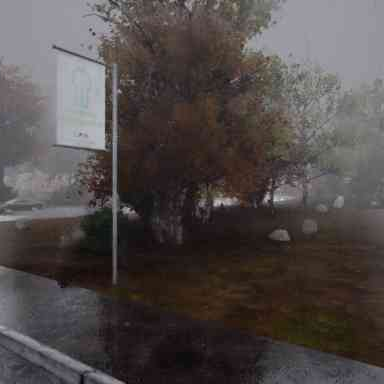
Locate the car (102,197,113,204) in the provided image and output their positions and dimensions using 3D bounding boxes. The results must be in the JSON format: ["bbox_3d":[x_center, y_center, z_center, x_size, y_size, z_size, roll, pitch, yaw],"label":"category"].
[{"bbox_3d":[-11.540,1.450,51.351,1.837,1.490,4.892,0,2,37],"label":"car"}]

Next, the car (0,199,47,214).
[{"bbox_3d":[-18.951,1.501,36.271,1.837,1.490,4.892,0,0,39],"label":"car"}]

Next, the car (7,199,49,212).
[{"bbox_3d":[-19.954,1.558,40.621,1.994,1.385,4.181,0,0,39],"label":"car"}]

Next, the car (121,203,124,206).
[{"bbox_3d":[-8.918,1.515,49.023,1.994,1.385,4.181,0,0,37],"label":"car"}]
